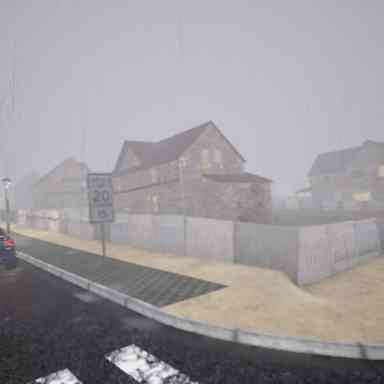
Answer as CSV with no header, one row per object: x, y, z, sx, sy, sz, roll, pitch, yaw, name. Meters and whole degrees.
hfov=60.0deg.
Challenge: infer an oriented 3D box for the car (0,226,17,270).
-7.996,1.858,12.099,2.097,1.767,4.553,-2,-1,-41,car
